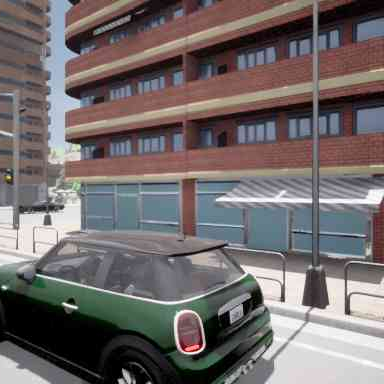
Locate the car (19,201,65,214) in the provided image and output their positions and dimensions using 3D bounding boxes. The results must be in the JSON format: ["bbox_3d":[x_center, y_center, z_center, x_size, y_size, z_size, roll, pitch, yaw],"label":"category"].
[{"bbox_3d":[-16.242,1.601,35.687,1.895,1.301,4.718,0,0,36],"label":"car"}]

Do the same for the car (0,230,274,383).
[{"bbox_3d":[-1.241,1.352,4.879,4.553,1.767,2.097,0,0,36],"label":"car"}]
